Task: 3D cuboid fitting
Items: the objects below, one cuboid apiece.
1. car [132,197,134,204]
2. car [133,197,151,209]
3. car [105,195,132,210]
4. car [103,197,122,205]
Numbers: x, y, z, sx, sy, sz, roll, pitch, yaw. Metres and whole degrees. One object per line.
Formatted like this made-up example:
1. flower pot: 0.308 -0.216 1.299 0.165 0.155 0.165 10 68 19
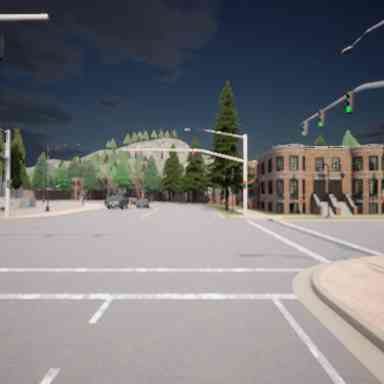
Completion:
1. car: -11.500 1.748 64.806 1.882 1.535 5.008 0 0 -26
2. car: -7.030 1.705 48.228 1.837 1.490 4.892 0 0 -5
3. car: -10.362 1.415 46.603 2.150 2.045 5.566 0 0 -1
4. car: -15.666 1.821 65.545 2.033 1.411 5.357 0 0 -32
